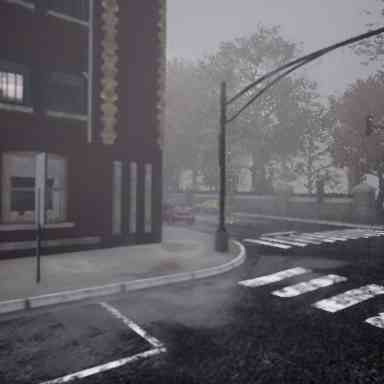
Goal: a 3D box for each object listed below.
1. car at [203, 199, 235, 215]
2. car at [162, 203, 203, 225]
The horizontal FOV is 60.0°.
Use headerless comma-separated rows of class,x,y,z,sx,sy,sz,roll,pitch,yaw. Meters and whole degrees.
car,1.943,1.335,31.326,1.752,1.417,4.829,2,0,-36
car,-1.483,1.376,21.786,1.802,1.307,4.206,2,0,-36
